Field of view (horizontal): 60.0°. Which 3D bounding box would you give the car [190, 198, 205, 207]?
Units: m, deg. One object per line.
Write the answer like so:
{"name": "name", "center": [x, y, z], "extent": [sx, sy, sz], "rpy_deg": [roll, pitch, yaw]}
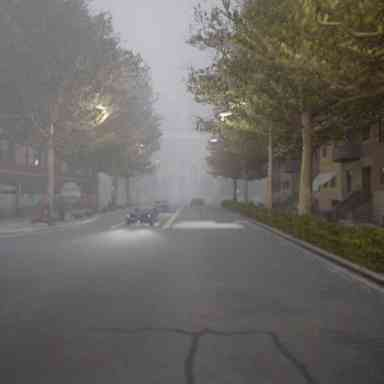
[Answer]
{"name": "car", "center": [1.008, 1.786, 59.205], "extent": [1.837, 1.490, 4.892], "rpy_deg": [0, 0, 13]}

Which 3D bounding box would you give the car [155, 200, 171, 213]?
{"name": "car", "center": [-3.586, 1.694, 39.539], "extent": [1.837, 1.490, 4.892], "rpy_deg": [0, 0, 0]}

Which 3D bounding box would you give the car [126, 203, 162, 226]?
{"name": "car", "center": [-3.623, 1.719, 24.845], "extent": [1.895, 1.301, 4.718], "rpy_deg": [0, 0, 1]}
